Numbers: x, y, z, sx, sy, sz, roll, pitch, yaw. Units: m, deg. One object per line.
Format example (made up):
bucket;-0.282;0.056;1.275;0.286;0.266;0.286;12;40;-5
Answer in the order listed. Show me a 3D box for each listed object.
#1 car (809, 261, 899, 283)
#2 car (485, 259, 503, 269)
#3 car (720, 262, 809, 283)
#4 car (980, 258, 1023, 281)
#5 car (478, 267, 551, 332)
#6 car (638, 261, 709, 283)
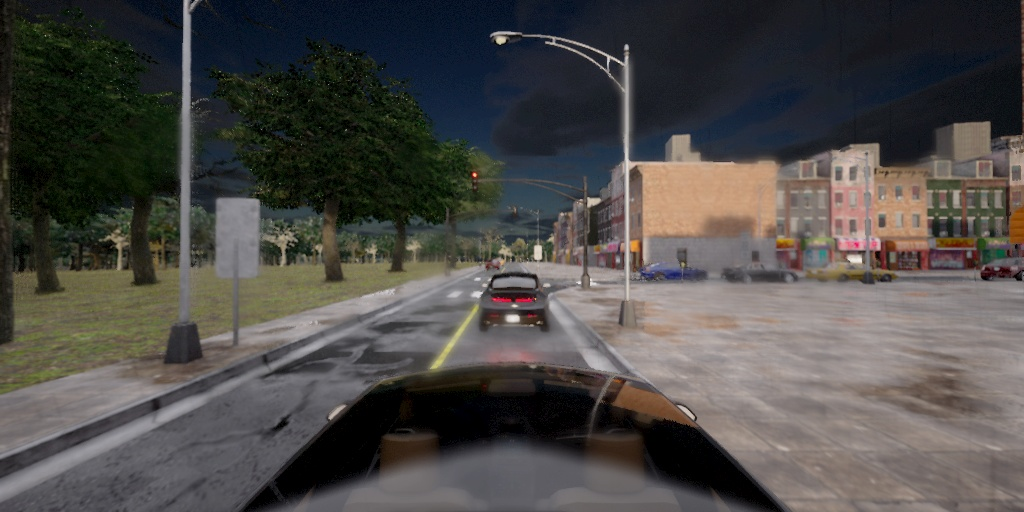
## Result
car;21.397;0.989;22.611;4.829;1.417;1.751;0;0;0
car;-2.668;1.165;49.261;1.882;1.535;5.008;0;0;1
car;15.553;1.059;22.593;4.403;1.370;2.007;0;0;0
car;32.576;0.819;22.645;4.097;1.591;1.967;0;0;0
car;0.114;1.226;10.776;1.837;1.490;4.892;0;0;2
car;11.313;1.096;25.228;4.674;1.442;1.812;0;-1;0
